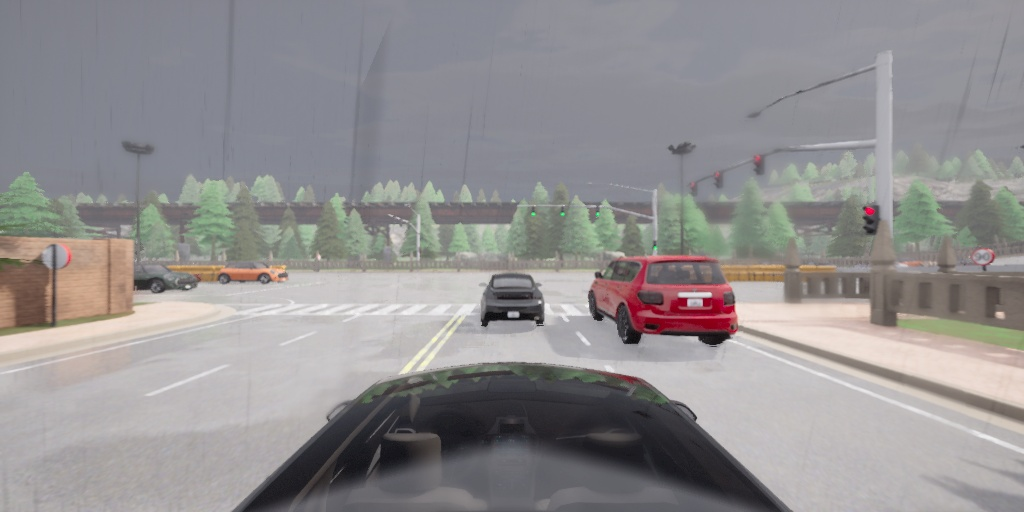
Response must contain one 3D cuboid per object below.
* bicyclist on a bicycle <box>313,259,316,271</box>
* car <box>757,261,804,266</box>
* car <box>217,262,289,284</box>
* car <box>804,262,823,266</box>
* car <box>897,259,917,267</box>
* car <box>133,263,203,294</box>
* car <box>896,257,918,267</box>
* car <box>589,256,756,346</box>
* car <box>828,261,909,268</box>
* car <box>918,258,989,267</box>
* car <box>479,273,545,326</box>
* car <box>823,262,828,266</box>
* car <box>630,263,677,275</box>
[{"bbox_3d":[-27.132,1.275,49.635,0.582,1.620,1.656,0,0,0],"label":"bicyclist on a bicycle"},{"bbox_3d":[24.915,1.255,34.687,4.553,1.767,2.097,0,0,0],"label":"car"},{"bbox_3d":[-19.793,1.223,27.627,4.553,1.767,2.097,0,0,0],"label":"car"},{"bbox_3d":[29.459,1.411,38.177,4.902,1.511,2.128,0,0,0],"label":"car"},{"bbox_3d":[39.441,1.352,38.179,4.674,1.442,1.812,-1,0,0],"label":"car"},{"bbox_3d":[-20.933,1.191,20.625,4.553,1.767,2.097,0,0,-2],"label":"car"},{"bbox_3d":[44.657,1.005,41.665,4.553,1.767,2.097,-3,0,0],"label":"car"},{"bbox_3d":[3.613,1.010,9.694,2.150,2.045,5.566,0,0,1],"label":"car"},{"bbox_3d":[34.384,1.440,34.677,5.357,1.411,2.033,0,0,0],"label":"car"},{"bbox_3d":[43.016,1.044,34.676,4.553,1.767,2.097,-2,0,0],"label":"car"},{"bbox_3d":[-0.039,1.303,11.888,1.837,1.490,4.892,0,0,-2],"label":"car"},{"bbox_3d":[34.994,1.426,41.674,4.892,1.490,1.837,0,0,0],"label":"car"},{"bbox_3d":[16.437,1.537,41.707,4.718,1.301,1.895,0,0,0],"label":"car"}]
